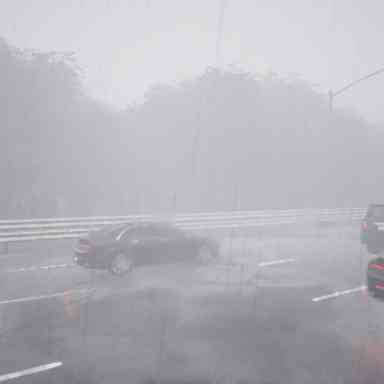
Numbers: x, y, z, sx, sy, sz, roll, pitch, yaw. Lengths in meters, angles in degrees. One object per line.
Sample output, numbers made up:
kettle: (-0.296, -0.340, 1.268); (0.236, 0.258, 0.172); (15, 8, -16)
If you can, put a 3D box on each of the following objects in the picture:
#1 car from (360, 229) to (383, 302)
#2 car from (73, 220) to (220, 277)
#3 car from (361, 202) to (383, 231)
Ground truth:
car: (5.755, 1.603, 7.135); (4.892, 1.490, 1.837); (0, -1, -32)
car: (-1.324, 1.710, 11.002); (4.892, 1.490, 1.837); (0, -1, -32)
car: (9.071, 1.405, 13.280); (5.566, 2.045, 2.150); (0, -1, -32)
